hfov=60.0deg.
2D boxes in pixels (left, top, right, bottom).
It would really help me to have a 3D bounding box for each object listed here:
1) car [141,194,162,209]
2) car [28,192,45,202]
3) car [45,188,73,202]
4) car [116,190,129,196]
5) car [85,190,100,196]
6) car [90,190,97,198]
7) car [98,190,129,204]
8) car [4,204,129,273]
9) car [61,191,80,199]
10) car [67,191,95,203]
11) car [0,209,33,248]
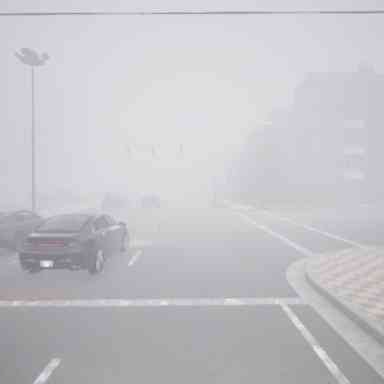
[{"bbox_3d":[-4.366,0.931,35.969,1.882,1.535,5.008,0,1,-2],"label":"car"},{"bbox_3d":[-23.317,0.702,51.162,1.882,1.535,5.008,0,1,0],"label":"car"},{"bbox_3d":[-19.825,0.453,50.724,2.150,2.045,5.566,0,1,0],"label":"car"},{"bbox_3d":[-16.296,0.216,78.284,2.128,1.511,4.902,0,1,0],"label":"car"},{"bbox_3d":[-23.296,0.231,78.267,2.033,1.411,5.357,0,1,0],"label":"car"},{"bbox_3d":[-19.800,0.566,64.768,2.033,1.411,5.357,0,1,0],"label":"car"},{"bbox_3d":[-7.798,0.834,34.108,2.097,1.767,4.553,0,1,-2],"label":"car"},{"bbox_3d":[-3.257,1.351,10.102,1.837,1.490,4.892,0,1,2],"label":"car"},{"bbox_3d":[-23.300,0.537,63.806,1.837,1.490,4.892,0,1,0],"label":"car"},{"bbox_3d":[-16.326,0.856,49.111,1.895,1.301,4.718,0,1,0],"label":"car"},{"bbox_3d":[-7.041,1.364,13.049,1.994,1.385,4.181,0,1,-1],"label":"car"}]
